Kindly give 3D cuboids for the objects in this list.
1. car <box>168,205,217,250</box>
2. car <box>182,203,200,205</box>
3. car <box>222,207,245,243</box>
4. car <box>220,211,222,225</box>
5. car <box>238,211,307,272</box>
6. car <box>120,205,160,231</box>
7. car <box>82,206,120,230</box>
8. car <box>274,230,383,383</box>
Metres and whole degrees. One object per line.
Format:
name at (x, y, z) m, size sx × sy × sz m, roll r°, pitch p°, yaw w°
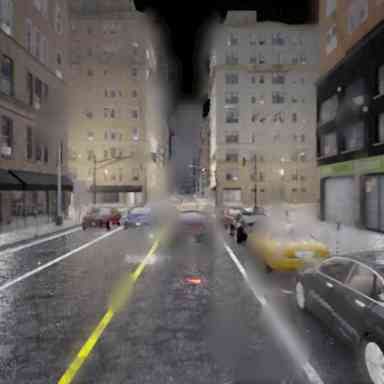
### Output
car at (0.007, 1.536, 14.453) m, size 1.837 × 1.490 × 4.892 m, roll 0°, pitch 0°, yaw 0°
car at (-0.065, 1.532, 24.879) m, size 1.882 × 1.535 × 5.008 m, roll 0°, pitch 0°, yaw 0°
car at (2.801, 1.591, 16.119) m, size 1.947 × 1.339 × 4.313 m, roll -1°, pitch 0°, yaw 0°
car at (2.781, 1.618, 21.704) m, size 1.802 × 1.307 × 4.206 m, roll -1°, pitch 0°, yaw 0°
car at (2.821, 1.539, 10.702) m, size 1.752 × 1.417 × 4.829 m, roll -1°, pitch 0°, yaw 0°
car at (-3.088, 1.584, 21.380) m, size 1.812 × 1.442 × 4.674 m, roll 0°, pitch 0°, yaw 0°
car at (-5.765, 1.614, 21.670) m, size 1.887 × 1.381 × 4.507 m, roll -1°, pitch 0°, yaw 0°
car at (2.842, 1.552, 4.947) m, size 2.008 × 1.369 × 4.403 m, roll -1°, pitch 0°, yaw 0°
